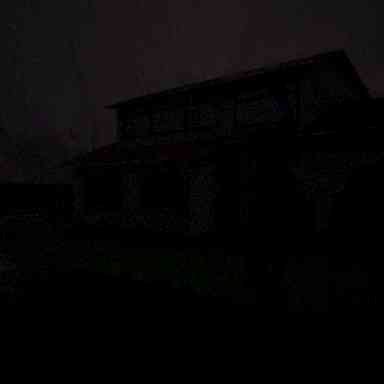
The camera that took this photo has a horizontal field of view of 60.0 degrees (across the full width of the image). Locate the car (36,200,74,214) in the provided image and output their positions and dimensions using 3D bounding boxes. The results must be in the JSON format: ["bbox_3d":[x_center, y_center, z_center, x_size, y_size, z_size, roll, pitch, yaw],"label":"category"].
[{"bbox_3d":[-14.140,1.563,35.010,1.994,1.385,4.181,0,0,35],"label":"car"}]
